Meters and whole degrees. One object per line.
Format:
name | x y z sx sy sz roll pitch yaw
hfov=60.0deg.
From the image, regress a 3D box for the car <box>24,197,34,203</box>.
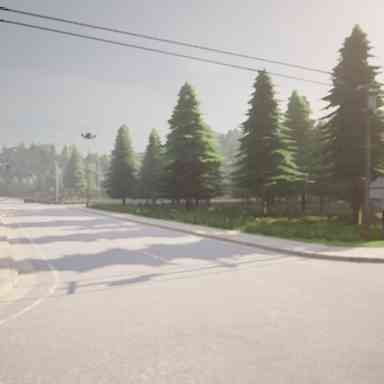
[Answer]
car | -38.053 1.886 77.786 1.812 1.442 4.674 0 0 -31
